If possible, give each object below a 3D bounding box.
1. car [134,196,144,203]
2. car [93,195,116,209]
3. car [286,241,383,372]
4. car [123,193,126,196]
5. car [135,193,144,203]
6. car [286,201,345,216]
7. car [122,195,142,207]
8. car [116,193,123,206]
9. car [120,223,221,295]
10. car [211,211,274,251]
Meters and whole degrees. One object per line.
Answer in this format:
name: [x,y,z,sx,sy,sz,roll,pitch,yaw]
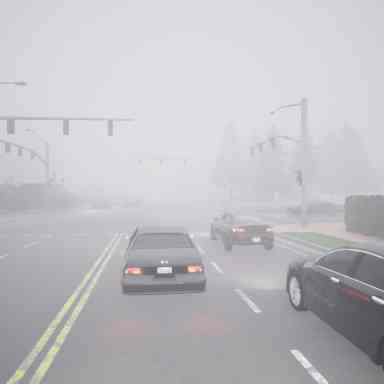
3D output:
car: [-11.024,1.524,69.598,1.812,1.442,4.674,0,0,-6]
car: [-12.033,1.491,44.885,2.128,1.511,4.902,0,0,-4]
car: [2.983,1.505,4.942,1.837,1.490,4.892,0,0,-5]
car: [-14.247,1.219,66.761,2.150,2.045,5.566,0,0,-6]
car: [-9.990,1.478,59.450,1.882,1.535,5.008,0,0,-6]
car: [12.072,1.547,32.487,5.357,1.411,2.033,0,0,-5]
car: [-9.016,1.526,50.276,1.812,1.442,4.674,0,0,-6]
car: [-12.939,1.352,54.044,2.097,1.767,4.553,0,0,-6]
car: [-0.834,1.547,8.876,2.033,1.411,5.357,0,0,-7]
car: [2.010,1.526,14.137,1.812,1.442,4.674,0,0,-7]
